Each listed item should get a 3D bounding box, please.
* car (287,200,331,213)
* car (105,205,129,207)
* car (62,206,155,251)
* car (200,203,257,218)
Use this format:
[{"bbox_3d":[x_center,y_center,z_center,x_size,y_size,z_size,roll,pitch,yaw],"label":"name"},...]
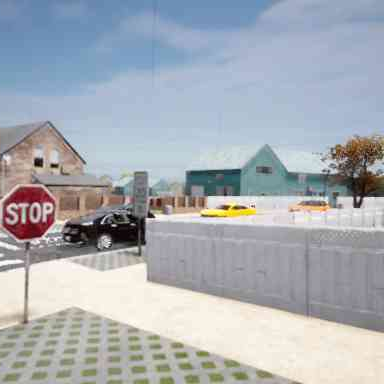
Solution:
[{"bbox_3d":[11.022,1.556,31.280,4.553,1.767,2.097,1,2,-35],"label":"car"},{"bbox_3d":[-4.161,1.479,17.812,1.837,1.490,4.892,3,1,43],"label":"car"},{"bbox_3d":[-3.205,1.573,14.696,1.837,1.490,4.892,1,0,41],"label":"car"},{"bbox_3d":[2.745,1.560,24.616,5.008,1.535,1.882,1,2,-42],"label":"car"}]
